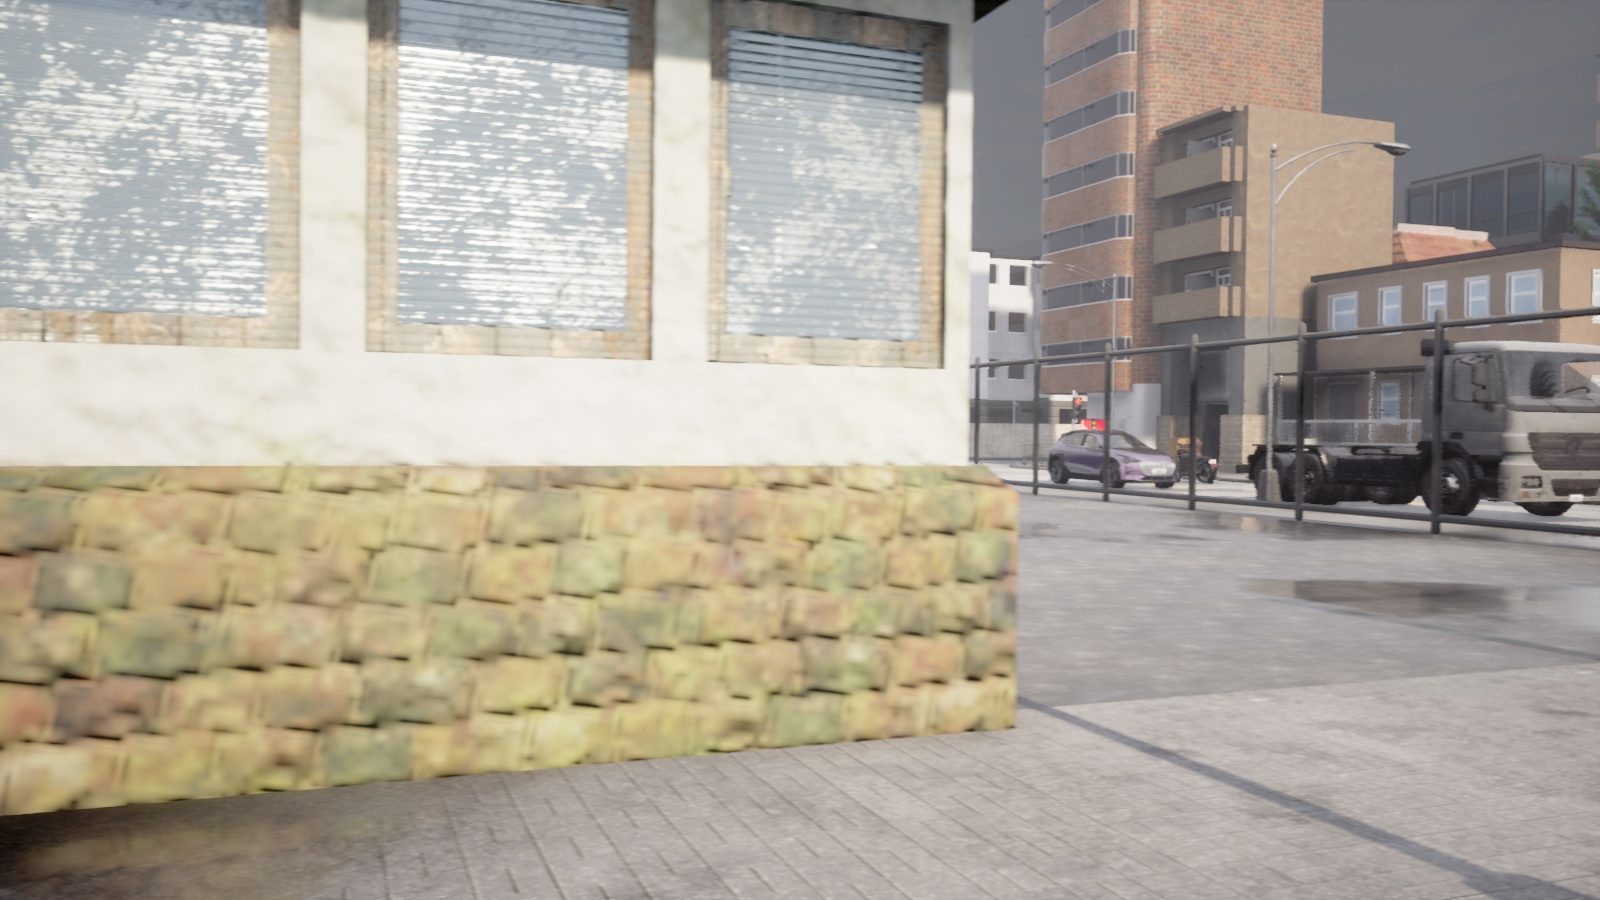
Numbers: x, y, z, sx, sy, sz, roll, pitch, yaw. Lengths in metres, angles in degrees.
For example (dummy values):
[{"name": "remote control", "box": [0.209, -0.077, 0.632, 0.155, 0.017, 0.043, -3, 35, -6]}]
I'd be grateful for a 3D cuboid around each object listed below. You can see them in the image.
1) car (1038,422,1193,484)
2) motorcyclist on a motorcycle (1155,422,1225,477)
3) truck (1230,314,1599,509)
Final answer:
[{"name": "car", "box": [9.018, 0.037, 36.411, 2.033, 1.649, 4.856, -1, 1, -19]}, {"name": "motorcyclist on a motorcycle", "box": [12.188, -0.023, 39.295, 0.766, 1.649, 2.350, -1, 1, -22]}, {"name": "truck", "box": [12.841, -0.754, 26.505, 2.891, 3.462, 7.936, -1, 1, -18]}]
